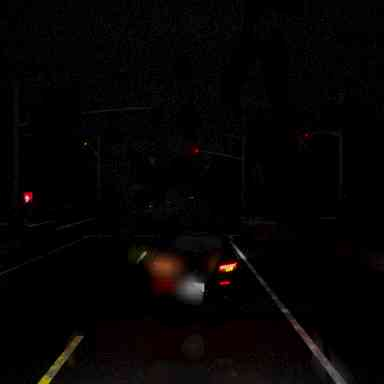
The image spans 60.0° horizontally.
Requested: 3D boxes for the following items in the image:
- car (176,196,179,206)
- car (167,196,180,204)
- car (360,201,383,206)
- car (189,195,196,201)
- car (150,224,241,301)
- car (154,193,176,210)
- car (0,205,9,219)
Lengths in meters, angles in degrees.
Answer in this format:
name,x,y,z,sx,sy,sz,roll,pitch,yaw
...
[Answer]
name,x,y,z,sx,sy,sz,roll,pitch,yaw
car,-3.531,1.221,52.927,2.150,2.045,5.566,0,0,0
car,-3.476,1.490,63.851,2.128,1.511,4.902,0,0,1
car,15.573,1.528,28.741,5.357,1.411,2.033,0,0,-6
car,0.095,1.525,80.977,2.128,1.511,4.902,0,0,0
car,0.082,1.526,8.183,1.812,1.442,4.674,0,0,0
car,-3.546,1.352,42.395,2.097,1.767,4.553,0,0,0
car,-17.374,1.506,26.632,4.902,1.511,2.128,0,0,-2
